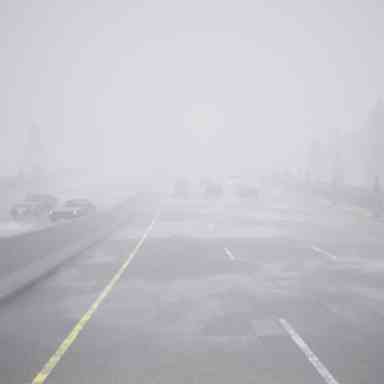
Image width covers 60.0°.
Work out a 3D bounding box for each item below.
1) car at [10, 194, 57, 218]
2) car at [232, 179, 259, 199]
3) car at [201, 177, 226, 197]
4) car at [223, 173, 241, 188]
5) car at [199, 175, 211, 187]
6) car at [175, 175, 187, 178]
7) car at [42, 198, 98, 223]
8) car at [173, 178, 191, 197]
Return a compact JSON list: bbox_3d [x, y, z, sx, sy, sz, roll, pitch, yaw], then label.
[{"bbox_3d":[-11.305,0.916,24.240,2.128,1.511,4.902,0,4,-1],"label":"car"},{"bbox_3d":[5.946,-0.211,36.355,1.882,1.535,5.008,0,7,-2],"label":"car"},{"bbox_3d":[2.394,-0.439,38.144,1.882,1.535,5.008,0,7,-2],"label":"car"},{"bbox_3d":[5.552,-1.685,46.347,2.150,2.045,5.566,0,7,-1],"label":"car"},{"bbox_3d":[2.075,-1.694,48.426,1.882,1.535,5.008,0,7,-2],"label":"car"},{"bbox_3d":[-1.469,-1.656,48.000,1.882,1.535,5.008,0,7,-1],"label":"car"},{"bbox_3d":[-7.750,1.184,21.964,1.895,1.301,4.718,0,4,-1],"label":"car"},{"bbox_3d":[-1.150,-0.321,37.649,2.033,1.411,5.357,0,7,-1],"label":"car"}]
